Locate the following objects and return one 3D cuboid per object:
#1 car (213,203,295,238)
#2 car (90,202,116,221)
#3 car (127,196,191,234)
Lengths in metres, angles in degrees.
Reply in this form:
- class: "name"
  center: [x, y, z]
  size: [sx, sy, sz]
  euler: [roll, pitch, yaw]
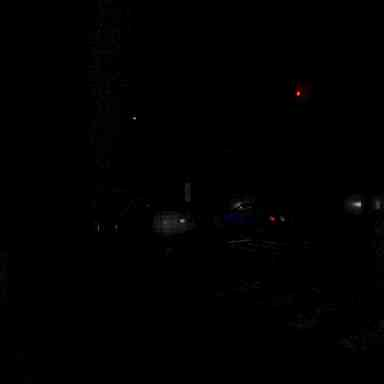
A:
- class: "car"
  center: [3.194, 1.400, 18.174]
  size: [2.097, 1.767, 4.553]
  euler: [0, 0, -39]
- class: "car"
  center: [-8.277, 1.596, 29.074]
  size: [1.882, 1.535, 5.008]
  euler: [0, 0, -35]
- class: "car"
  center: [-2.080, 1.293, 20.399]
  size: [2.150, 2.045, 5.566]
  euler: [0, 0, -36]
